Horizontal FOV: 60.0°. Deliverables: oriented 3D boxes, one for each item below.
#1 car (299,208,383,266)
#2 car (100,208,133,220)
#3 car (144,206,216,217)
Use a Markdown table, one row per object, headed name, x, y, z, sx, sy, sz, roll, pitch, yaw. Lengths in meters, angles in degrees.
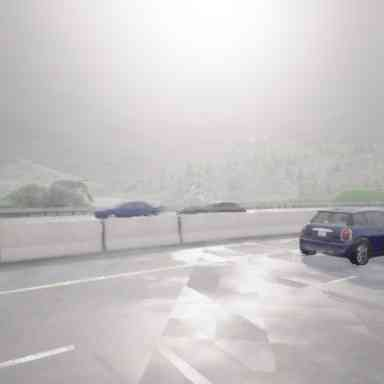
| name | x | y | z | sx | sy | sz | roll | pitch | yaw |
| --- | --- | --- | --- | --- | --- | --- | --- | --- | --- |
| car | 5.918 | 1.339 | 11.624 | 4.553 | 1.767 | 2.097 | 0 | 0 | -32 |
| car | -4.965 | 1.425 | 25.707 | 5.008 | 1.535 | 1.882 | 0 | 0 | -32 |
| car | -0.414 | 1.527 | 20.282 | 4.181 | 1.385 | 1.994 | 0 | 0 | -31 |
